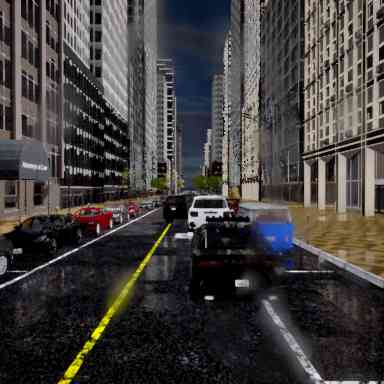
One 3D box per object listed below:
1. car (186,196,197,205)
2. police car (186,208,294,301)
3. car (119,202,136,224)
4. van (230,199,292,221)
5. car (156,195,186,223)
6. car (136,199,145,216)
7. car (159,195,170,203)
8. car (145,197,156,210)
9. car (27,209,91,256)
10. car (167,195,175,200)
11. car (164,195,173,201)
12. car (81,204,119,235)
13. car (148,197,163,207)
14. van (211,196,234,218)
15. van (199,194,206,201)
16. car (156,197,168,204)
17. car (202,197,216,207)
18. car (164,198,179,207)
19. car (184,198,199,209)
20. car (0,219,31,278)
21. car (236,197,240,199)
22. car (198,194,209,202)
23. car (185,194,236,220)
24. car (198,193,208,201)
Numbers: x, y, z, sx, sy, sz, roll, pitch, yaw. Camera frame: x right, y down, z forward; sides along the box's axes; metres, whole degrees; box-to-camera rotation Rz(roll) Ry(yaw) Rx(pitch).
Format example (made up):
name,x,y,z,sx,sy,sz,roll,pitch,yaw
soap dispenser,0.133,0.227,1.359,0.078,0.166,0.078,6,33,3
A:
name,x,y,z,sx,sy,sz,roll,pitch,yaw
car,-0.052,1.511,59.413,1.812,1.442,4.674,0,0,0
police car,0.891,1.423,8.513,1.930,1.638,5.238,0,0,0
car,-5.721,1.545,24.418,2.008,1.369,4.403,-1,0,0
van,2.668,1.338,13.058,1.690,1.788,3.998,-1,0,0
car,-0.165,1.214,24.787,2.150,2.045,5.566,-1,0,24
car,-5.725,1.575,30.102,1.802,1.307,4.206,-1,0,0
car,-5.759,1.422,69.887,1.967,1.590,4.097,-1,0,0
car,-5.735,1.541,41.469,2.008,1.369,4.403,-1,0,0
car,-5.710,1.563,13.051,1.947,1.339,4.313,-1,0,0
car,-5.777,1.539,92.622,1.947,1.339,4.313,-1,0,0
car,-5.767,1.503,81.085,1.752,1.417,4.829,-1,0,0
car,-5.715,1.540,18.735,1.887,1.381,4.507,-1,0,0
car,-5.744,1.538,52.836,2.008,1.369,4.403,-1,0,0
van,2.654,1.334,30.109,1.690,1.788,3.998,-1,0,0
van,2.606,1.317,86.946,1.690,1.788,3.998,-1,0,0
car,-5.753,1.565,64.204,1.802,1.307,4.206,-1,0,0
car,2.637,1.538,52.843,2.008,1.369,4.403,-1,0,0
car,-3.042,1.588,50.498,1.895,1.301,4.718,0,0,0
car,-0.027,1.553,45.684,1.994,1.385,4.181,0,0,1
car,-5.706,1.549,7.367,2.008,1.369,4.403,-1,0,0
car,2.658,1.309,24.425,2.192,1.841,5.009,-1,0,0
car,2.615,1.295,75.578,2.192,1.841,5.009,-1,0,0
car,0.883,1.220,18.434,2.150,2.045,5.566,0,0,0
car,2.611,1.293,81.262,2.192,1.841,5.009,-1,0,0
